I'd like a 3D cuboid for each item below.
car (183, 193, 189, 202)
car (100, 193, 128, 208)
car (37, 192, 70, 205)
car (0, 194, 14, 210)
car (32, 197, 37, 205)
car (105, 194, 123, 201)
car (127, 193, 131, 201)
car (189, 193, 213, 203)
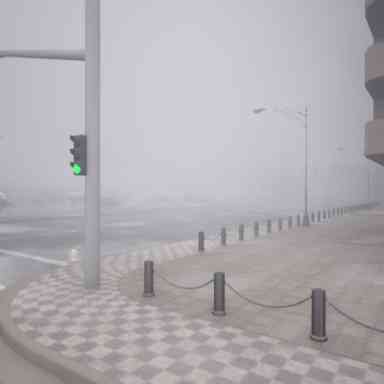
[{"bbox_3d":[-0.296,1.140,66.188,1.905,1.878,3.866,0,0,36],"label":"car"},{"bbox_3d":[-12.756,1.374,53.651,1.970,1.475,3.806,0,0,36],"label":"car"},{"bbox_3d":[-26.476,1.101,63.514,1.932,1.855,4.605,0,0,36],"label":"car"},{"bbox_3d":[-26.302,1.363,44.828,1.970,1.475,3.806,0,0,36],"label":"car"},{"bbox_3d":[-28.782,1.306,65.270,1.784,1.438,3.905,0,0,36],"label":"car"},{"bbox_3d":[-18.526,1.338,79.409,1.970,1.475,3.806,0,0,36],"label":"car"},{"bbox_3d":[-16.191,1.104,77.697,1.905,1.878,3.866,0,0,36],"label":"car"},{"bbox_3d":[2.013,1.143,64.442,1.932,1.855,4.605,0,0,36],"label":"car"}]
